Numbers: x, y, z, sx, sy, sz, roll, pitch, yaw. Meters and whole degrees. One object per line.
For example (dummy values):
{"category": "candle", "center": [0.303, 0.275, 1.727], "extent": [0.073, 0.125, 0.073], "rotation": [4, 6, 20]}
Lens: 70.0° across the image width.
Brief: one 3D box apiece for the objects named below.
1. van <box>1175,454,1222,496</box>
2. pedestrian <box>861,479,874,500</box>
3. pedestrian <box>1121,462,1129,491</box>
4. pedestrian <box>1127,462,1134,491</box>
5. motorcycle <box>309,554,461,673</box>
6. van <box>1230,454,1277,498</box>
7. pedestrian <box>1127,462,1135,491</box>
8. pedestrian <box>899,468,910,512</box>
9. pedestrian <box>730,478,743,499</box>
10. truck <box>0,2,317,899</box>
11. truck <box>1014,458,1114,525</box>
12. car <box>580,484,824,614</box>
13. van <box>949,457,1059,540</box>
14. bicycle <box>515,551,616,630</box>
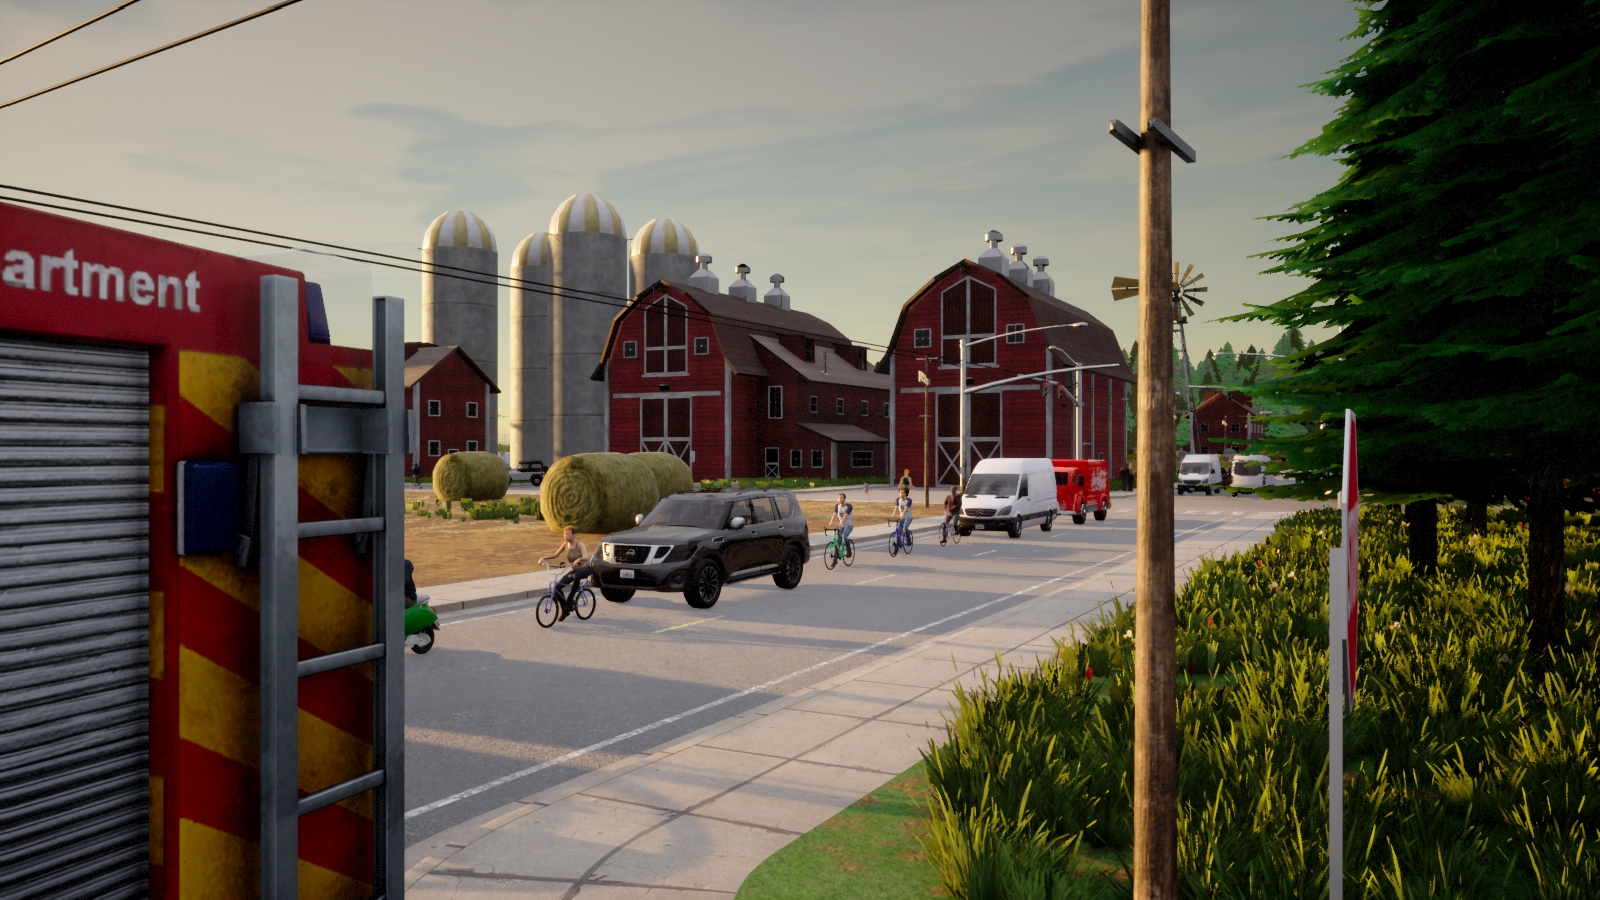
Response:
{"category": "van", "center": [25.690, 1.534, 73.536], "extent": [1.988, 2.561, 5.915], "rotation": [0, 0, 28]}
{"category": "pedestrian", "center": [3.525, 2.051, 59.714], "extent": [0.500, 1.100, 0.500], "rotation": [0, 0, 30]}
{"category": "pedestrian", "center": [20.660, 1.695, 72.663], "extent": [0.375, 1.860, 0.375], "rotation": [0, 0, 34]}
{"category": "pedestrian", "center": [21.134, 1.696, 73.067], "extent": [0.375, 1.860, 0.375], "rotation": [0, 0, 27]}
{"category": "motorcycle", "center": [-5.533, 2.142, 15.333], "extent": [0.856, 1.316, 1.805], "rotation": [0, 0, 28]}
{"category": "van", "center": [28.081, 1.534, 70.620], "extent": [1.988, 2.561, 5.915], "rotation": [0, 0, 29]}
{"category": "pedestrian", "center": [21.412, 1.694, 73.926], "extent": [0.375, 1.860, 0.375], "rotation": [0, 0, 33]}
{"category": "pedestrian", "center": [4.402, 1.679, 47.999], "extent": [0.375, 1.860, 0.375], "rotation": [0, 0, 25]}
{"category": "pedestrian", "center": [-3.443, 2.052, 61.590], "extent": [0.500, 1.100, 0.500], "rotation": [0, 0, 41]}
{"category": "truck", "center": [-6.010, 0.867, 3.746], "extent": [8.468, 3.827, 2.891], "rotation": [0, 0, 20]}
{"category": "truck", "center": [10.572, 1.568, 45.383], "extent": [2.627, 2.467, 5.204], "rotation": [0, 0, 28]}
{"category": "car", "center": [-1.722, 1.779, 22.449], "extent": [2.150, 2.045, 5.566], "rotation": [0, 0, 27]}
{"category": "van", "center": [7.076, 1.534, 38.960], "extent": [1.988, 2.561, 5.915], "rotation": [0, 0, 28]}
{"category": "bicycle", "center": [-3.795, 2.256, 18.603], "extent": [0.859, 1.080, 1.487], "rotation": [0, 0, 28]}
